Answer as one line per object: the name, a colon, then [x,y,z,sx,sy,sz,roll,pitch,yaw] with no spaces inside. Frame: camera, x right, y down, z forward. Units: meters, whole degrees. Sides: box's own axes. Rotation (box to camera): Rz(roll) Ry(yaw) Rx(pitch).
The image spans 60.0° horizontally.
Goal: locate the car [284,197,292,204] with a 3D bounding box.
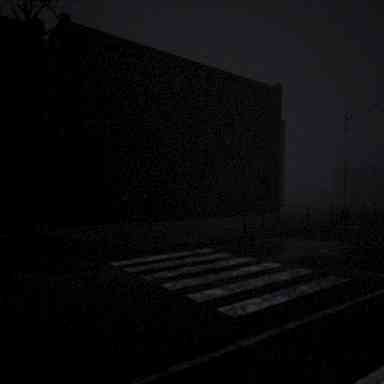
car: [21.551,1.922,77.530,2.163,1.488,4.792,1,-1,43]
